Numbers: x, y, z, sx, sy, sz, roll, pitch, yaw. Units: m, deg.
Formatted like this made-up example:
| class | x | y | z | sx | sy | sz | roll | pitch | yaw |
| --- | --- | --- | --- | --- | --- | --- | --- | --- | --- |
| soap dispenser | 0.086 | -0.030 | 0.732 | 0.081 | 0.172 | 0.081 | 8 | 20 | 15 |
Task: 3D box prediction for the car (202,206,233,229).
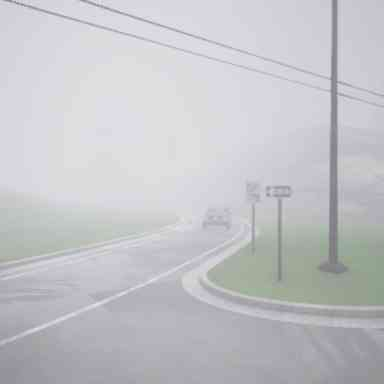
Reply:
| class | x | y | z | sx | sy | sz | roll | pitch | yaw |
| --- | --- | --- | --- | --- | --- | --- | --- | --- | --- |
| car | 1.803 | 1.690 | 22.827 | 2.033 | 1.411 | 5.357 | 0 | 0 | 8 |
